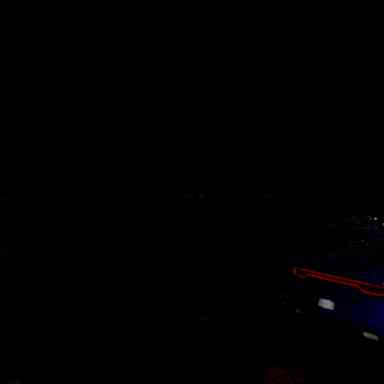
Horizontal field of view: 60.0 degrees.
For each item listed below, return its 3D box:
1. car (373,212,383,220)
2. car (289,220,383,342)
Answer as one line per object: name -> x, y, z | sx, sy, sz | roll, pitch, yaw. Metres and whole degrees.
car -> 13.753, 1.553, 21.466 | 5.357, 1.411, 2.033 | 0, 0, -35
car -> 3.970, 1.475, 6.269 | 5.008, 1.535, 1.882 | 0, 0, -35
